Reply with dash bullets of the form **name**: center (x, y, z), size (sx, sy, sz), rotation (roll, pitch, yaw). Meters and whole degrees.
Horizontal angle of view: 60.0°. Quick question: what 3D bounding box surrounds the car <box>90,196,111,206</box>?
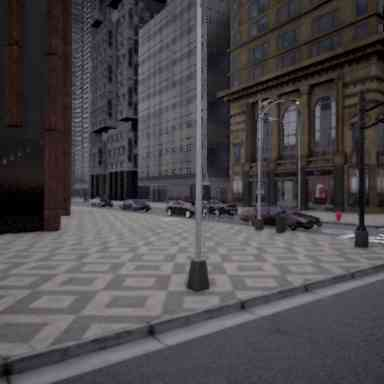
- **car**: center (-15.245, 1.470, 55.023), size (1.994, 1.385, 4.181), rotation (0, 0, -36)

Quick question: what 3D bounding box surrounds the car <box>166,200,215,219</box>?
- **car**: center (-0.469, 1.468, 29.024), size (1.837, 1.490, 4.892), rotation (0, 0, -36)

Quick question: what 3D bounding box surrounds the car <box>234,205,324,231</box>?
- **car**: center (5.398, 1.541, 20.854), size (2.033, 1.411, 5.357), rotation (0, 0, -36)

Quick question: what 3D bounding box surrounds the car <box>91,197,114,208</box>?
- **car**: center (-12.306, 1.476, 45.539), size (1.994, 1.385, 4.181), rotation (0, 0, -36)

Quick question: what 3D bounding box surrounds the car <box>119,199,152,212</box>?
- **car**: center (-6.491, 1.484, 37.409), size (2.033, 1.411, 5.357), rotation (0, 0, -35)

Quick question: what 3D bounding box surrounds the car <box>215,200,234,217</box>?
- **car**: center (2.124, 1.482, 30.888), size (1.837, 1.490, 4.892), rotation (0, 0, -36)
